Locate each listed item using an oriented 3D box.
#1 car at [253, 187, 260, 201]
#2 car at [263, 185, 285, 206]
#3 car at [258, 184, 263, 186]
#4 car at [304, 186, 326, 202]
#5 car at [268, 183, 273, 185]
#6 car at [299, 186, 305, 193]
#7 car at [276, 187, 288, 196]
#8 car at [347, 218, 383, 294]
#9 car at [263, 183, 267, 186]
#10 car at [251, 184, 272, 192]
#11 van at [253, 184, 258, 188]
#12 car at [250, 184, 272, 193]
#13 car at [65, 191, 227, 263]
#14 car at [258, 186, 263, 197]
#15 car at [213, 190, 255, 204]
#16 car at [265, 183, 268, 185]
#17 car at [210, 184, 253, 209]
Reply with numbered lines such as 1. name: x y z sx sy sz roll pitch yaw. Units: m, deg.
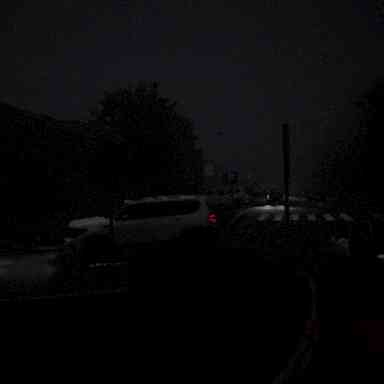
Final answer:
1. car: 4.455 0.645 37.734 5.366 1.575 1.946 -3 1 -4
2. car: 8.909 0.434 34.782 2.097 1.767 4.553 -2 1 16
3. car: 7.606 0.135 49.250 4.553 1.767 2.185 -3 1 -4
4. car: 14.573 0.307 39.045 1.812 1.442 4.674 -2 1 16
5. car: 11.908 -0.483 63.641 5.566 2.045 2.435 -3 1 -3
6. car: 21.723 -0.494 63.788 1.994 1.385 4.181 -2 1 16
7. car: 15.397 -0.072 56.605 1.895 1.301 4.718 -2 1 16
8. car: 5.046 1.379 8.197 2.128 1.511 4.902 -2 1 21
9. car: 9.368 -0.066 55.000 4.553 1.767 2.185 -3 1 -3
10. car: 16.955 -0.914 80.907 4.553 1.767 2.185 -3 1 -4
11. van: 5.826 0.238 43.469 4.442 1.987 1.878 -3 1 -4
12. car: 16.106 -0.823 78.029 4.553 1.767 2.185 -3 1 -4
13. car: -1.790 1.224 12.427 5.566 2.045 2.150 -3 3 -20
14. car: 6.804 0.358 46.362 5.008 1.535 2.097 -3 1 -4
15. car: 5.107 0.598 40.609 4.674 1.452 2.002 -3 1 -4
16. car: 10.217 -0.164 57.877 4.553 1.767 2.185 -3 1 -3
17. car: 2.556 0.607 31.937 5.566 2.045 2.435 -3 1 -4
